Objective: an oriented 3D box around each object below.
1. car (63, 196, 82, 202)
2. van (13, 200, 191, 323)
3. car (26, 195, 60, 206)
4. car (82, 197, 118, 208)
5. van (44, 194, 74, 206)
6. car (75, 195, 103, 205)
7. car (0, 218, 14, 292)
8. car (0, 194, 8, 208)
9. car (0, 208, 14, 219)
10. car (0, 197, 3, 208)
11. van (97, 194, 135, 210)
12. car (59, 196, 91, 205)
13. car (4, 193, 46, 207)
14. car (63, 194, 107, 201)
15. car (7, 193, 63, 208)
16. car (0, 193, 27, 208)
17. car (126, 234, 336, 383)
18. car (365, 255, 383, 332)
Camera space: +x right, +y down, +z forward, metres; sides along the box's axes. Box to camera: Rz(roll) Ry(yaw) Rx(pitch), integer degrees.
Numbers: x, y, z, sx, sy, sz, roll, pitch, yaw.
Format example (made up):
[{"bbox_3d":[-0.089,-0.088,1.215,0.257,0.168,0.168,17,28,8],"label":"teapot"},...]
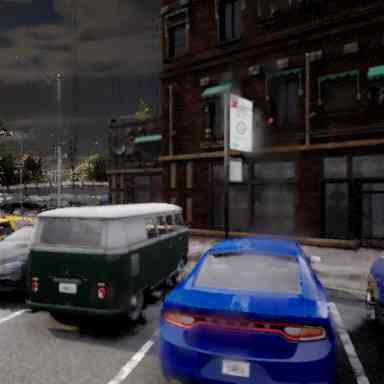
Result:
[{"bbox_3d":[-15.076,1.526,36.431,4.792,1.488,2.163,1,1,14],"label":"car"},{"bbox_3d":[-1.352,1.261,7.271,1.878,1.987,4.442,0,-1,15],"label":"van"},{"bbox_3d":[-23.992,1.381,53.545,4.553,1.767,2.185,-1,-1,14],"label":"car"},{"bbox_3d":[-13.533,1.510,49.375,2.128,1.511,4.902,0,0,35],"label":"car"},{"bbox_3d":[-22.386,1.283,56.060,4.442,1.987,1.878,-1,0,14],"label":"van"},{"bbox_3d":[-18.858,1.383,61.023,4.553,1.767,2.185,-1,0,14],"label":"car"},{"bbox_3d":[-3.822,1.526,8.901,2.002,1.452,4.674,1,-1,15],"label":"car"},{"bbox_3d":[-11.175,1.235,14.150,2.435,2.045,5.566,0,-1,15],"label":"car"},{"bbox_3d":[-6.323,1.480,10.460,1.946,1.575,5.366,1,-1,15],"label":"car"},{"bbox_3d":[-29.060,1.532,46.007,4.792,1.488,2.163,-1,0,14],"label":"car"},{"bbox_3d":[-9.966,1.276,43.773,4.442,1.987,1.878,1,0,14],"label":"van"},{"bbox_3d":[-20.584,1.509,58.544,4.892,1.521,2.231,-1,-1,14],"label":"car"},{"bbox_3d":[-25.626,1.253,51.030,5.566,2.045,2.435,-1,-1,14],"label":"car"},{"bbox_3d":[-13.420,1.246,38.893,5.566,2.045,2.435,1,1,14],"label":"car"},{"bbox_3d":[-16.674,1.244,33.990,5.566,2.045,2.435,1,0,14],"label":"car"},{"bbox_3d":[-27.372,1.252,48.517,5.566,2.045,2.435,-1,0,14],"label":"car"},{"bbox_3d":[1.058,1.485,5.406,2.097,1.535,5.008,0,-1,16],"label":"car"},{"bbox_3d":[3.526,1.360,3.694,2.185,1.767,4.553,1,-1,15],"label":"car"}]
